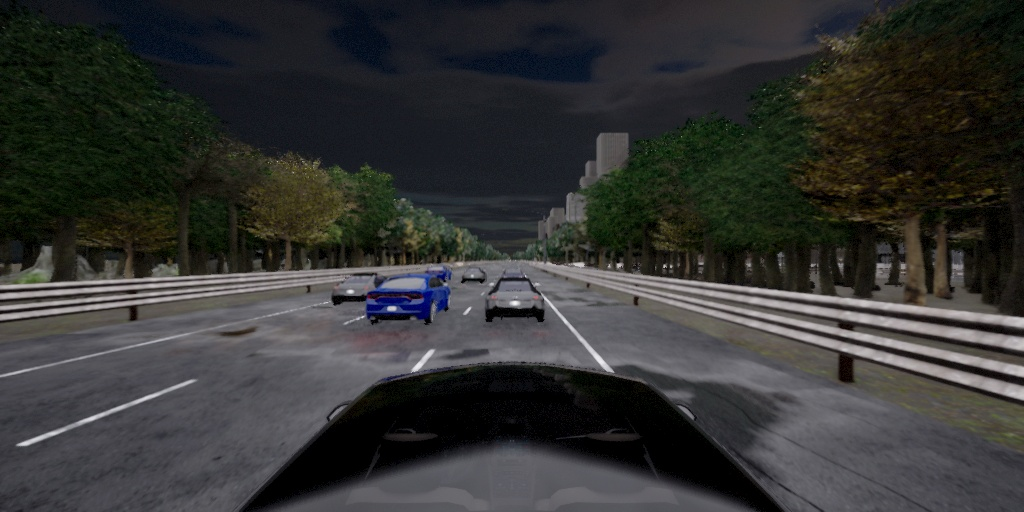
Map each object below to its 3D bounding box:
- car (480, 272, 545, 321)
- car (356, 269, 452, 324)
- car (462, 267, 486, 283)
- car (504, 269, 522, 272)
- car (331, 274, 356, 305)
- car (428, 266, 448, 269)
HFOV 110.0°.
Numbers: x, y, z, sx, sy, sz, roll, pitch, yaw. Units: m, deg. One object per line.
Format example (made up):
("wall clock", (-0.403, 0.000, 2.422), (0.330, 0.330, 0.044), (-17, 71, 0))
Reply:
("car", (0.094, 1.469, 13.163), (1.994, 1.385, 4.181), (0, -1, 0))
("car", (-3.405, 1.375, 12.646), (1.882, 1.535, 5.008), (0, -1, 0))
("car", (-3.406, 1.726, 32.879), (1.994, 1.385, 4.181), (0, -1, 0))
("car", (0.094, 1.737, 30.843), (1.895, 1.301, 4.718), (0, -1, 0))
("car", (-6.904, 1.524, 17.336), (1.994, 1.385, 4.181), (0, -1, 0))
("car", (-6.905, 1.652, 33.917), (1.882, 1.535, 5.008), (0, -1, 0))
